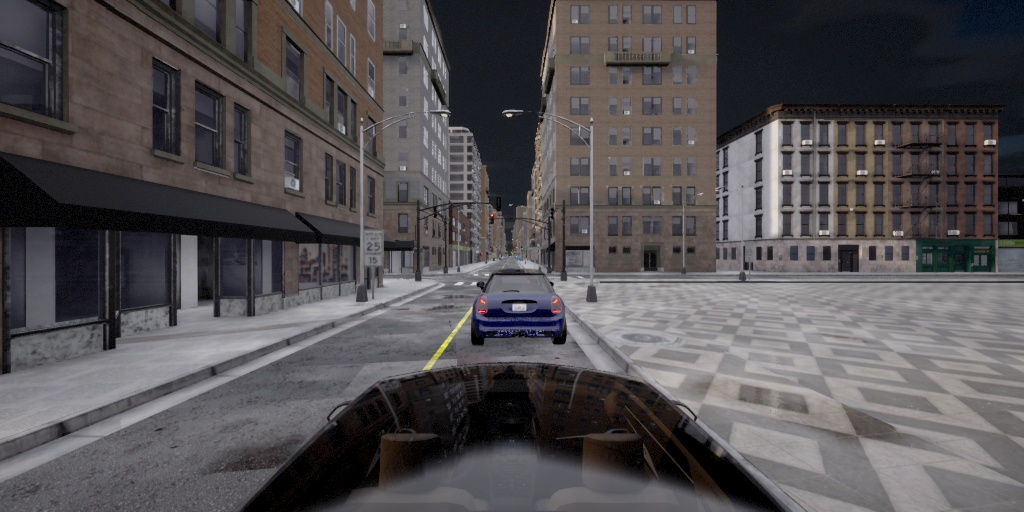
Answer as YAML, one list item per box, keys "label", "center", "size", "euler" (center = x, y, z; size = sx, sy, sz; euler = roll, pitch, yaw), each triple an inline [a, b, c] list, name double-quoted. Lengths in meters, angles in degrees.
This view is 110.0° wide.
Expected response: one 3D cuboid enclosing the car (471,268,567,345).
- label: "car"
  center: [0.102, 1.102, 9.661]
  size: [2.097, 1.767, 4.553]
  euler: [0, 0, -1]
